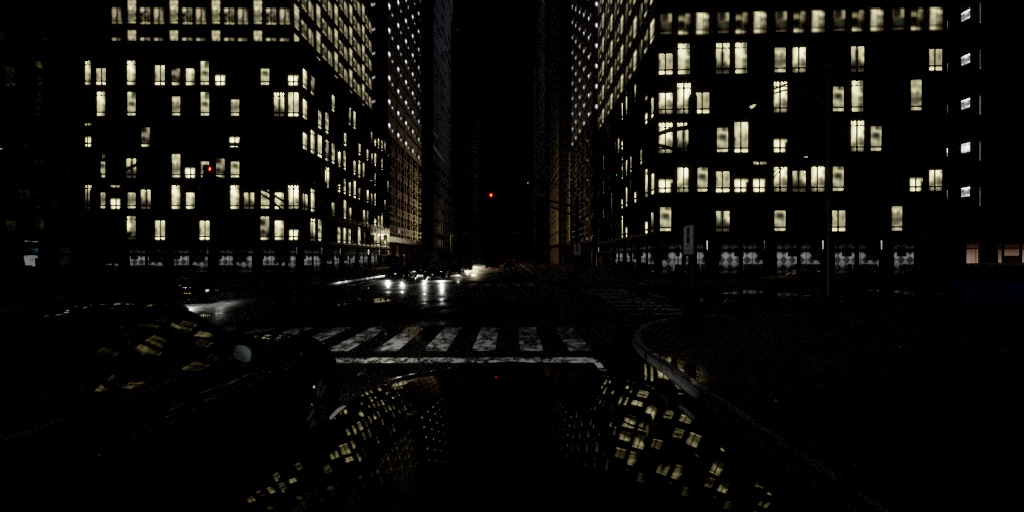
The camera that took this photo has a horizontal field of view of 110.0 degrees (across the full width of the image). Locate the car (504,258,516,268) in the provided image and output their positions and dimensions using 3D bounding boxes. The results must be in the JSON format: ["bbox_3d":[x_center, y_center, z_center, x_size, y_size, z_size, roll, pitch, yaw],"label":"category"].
[{"bbox_3d":[-0.399,1.445,63.809,1.994,1.385,4.181,0,0,0],"label":"car"}]

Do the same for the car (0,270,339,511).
[{"bbox_3d":[-3.155,1.102,2.538,2.097,1.767,4.553,0,0,0],"label":"car"}]

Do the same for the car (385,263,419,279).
[{"bbox_3d":[-10.050,1.353,32.776,1.994,1.385,4.181,0,0,0],"label":"car"}]

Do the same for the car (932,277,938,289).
[{"bbox_3d":[26.802,1.362,20.498,4.207,1.307,1.802,0,0,2],"label":"car"}]

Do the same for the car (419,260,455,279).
[{"bbox_3d":[-6.799,1.315,32.932,1.812,1.442,4.674,0,0,0],"label":"car"}]

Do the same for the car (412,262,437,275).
[{"bbox_3d":[-10.099,1.373,41.685,1.994,1.385,4.181,0,0,0],"label":"car"}]

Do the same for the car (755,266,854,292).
[{"bbox_3d":[16.965,1.299,20.919,4.829,1.417,1.751,0,0,2],"label":"car"}]

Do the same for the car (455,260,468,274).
[{"bbox_3d":[-6.863,1.290,42.806,1.882,1.535,5.008,0,0,0],"label":"car"}]

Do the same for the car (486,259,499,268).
[{"bbox_3d":[-3.543,1.233,63.629,2.097,1.767,4.553,0,0,-1],"label":"car"}]

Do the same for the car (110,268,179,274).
[{"bbox_3d":[-15.727,1.269,15.934,4.892,1.490,1.837,0,0,6],"label":"car"}]

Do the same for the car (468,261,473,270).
[{"bbox_3d":[-6.915,1.405,52.785,1.994,1.385,4.181,0,0,0],"label":"car"}]

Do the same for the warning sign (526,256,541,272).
[{"bbox_3d":[2.599,0.922,40.813,1.300,1.860,1.060,0,0,0],"label":"warning sign"}]

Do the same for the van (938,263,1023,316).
[{"bbox_3d":[18.289,1.122,12.755,3.998,1.789,1.690,0,0,2],"label":"van"}]
